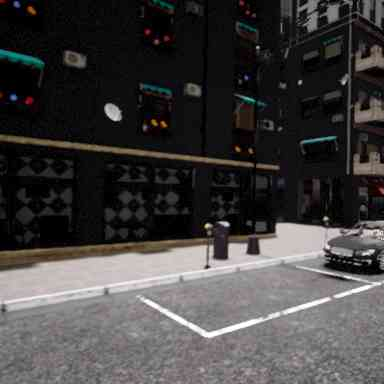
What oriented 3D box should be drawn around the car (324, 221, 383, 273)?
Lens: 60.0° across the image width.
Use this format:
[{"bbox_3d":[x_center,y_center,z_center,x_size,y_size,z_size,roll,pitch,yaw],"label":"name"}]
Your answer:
[{"bbox_3d":[6.200,1.680,11.117,4.403,1.369,2.008,1,1,-35],"label":"car"}]
